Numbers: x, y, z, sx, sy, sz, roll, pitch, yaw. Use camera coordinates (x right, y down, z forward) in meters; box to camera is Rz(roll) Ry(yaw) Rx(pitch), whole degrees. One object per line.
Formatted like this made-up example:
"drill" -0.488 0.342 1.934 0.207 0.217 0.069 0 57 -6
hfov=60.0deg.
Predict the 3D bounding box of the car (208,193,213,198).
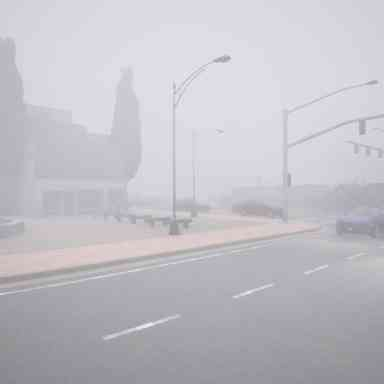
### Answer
"car" 4.935 1.156 71.245 3.866 1.878 1.905 0 0 -42

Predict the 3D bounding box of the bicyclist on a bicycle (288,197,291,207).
"bicyclist on a bicycle" 12.889 1.261 44.859 1.656 1.620 0.582 -7 4 -40

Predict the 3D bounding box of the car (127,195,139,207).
"car" -10.752 1.547 50.461 2.033 1.411 5.357 0 0 -40

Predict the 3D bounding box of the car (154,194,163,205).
"car" -7.743 1.492 58.013 2.128 1.511 4.902 0 0 -40

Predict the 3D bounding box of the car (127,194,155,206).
"car" -8.471 1.477 53.189 1.882 1.535 5.008 0 0 -40

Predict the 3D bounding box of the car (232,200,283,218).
"car" 6.328 1.478 30.280 1.882 1.535 5.008 0 0 -40

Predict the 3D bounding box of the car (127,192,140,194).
"car" -12.615 1.098 69.015 2.150 2.045 5.566 0 0 -40

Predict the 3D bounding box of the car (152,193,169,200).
"car" -8.163 1.156 85.858 3.866 1.878 1.905 0 0 -42

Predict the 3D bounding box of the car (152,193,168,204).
"car" -5.945 1.477 61.224 1.882 1.535 5.008 0 0 -40

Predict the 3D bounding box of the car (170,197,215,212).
"car" 0.000 1.601 37.745 1.895 1.301 4.718 0 0 -40

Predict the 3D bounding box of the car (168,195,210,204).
"car" -0.456 1.492 43.699 2.128 1.511 4.902 0 0 -40

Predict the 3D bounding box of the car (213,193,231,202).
"car" 6.855 1.395 69.078 3.806 1.475 1.970 0 0 -42

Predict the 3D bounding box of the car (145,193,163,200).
"car" -10.050 1.153 88.053 4.605 1.855 1.932 0 0 -42

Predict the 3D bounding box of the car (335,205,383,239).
"car" 9.350 1.477 17.522 5.008 1.535 1.882 0 0 -43
